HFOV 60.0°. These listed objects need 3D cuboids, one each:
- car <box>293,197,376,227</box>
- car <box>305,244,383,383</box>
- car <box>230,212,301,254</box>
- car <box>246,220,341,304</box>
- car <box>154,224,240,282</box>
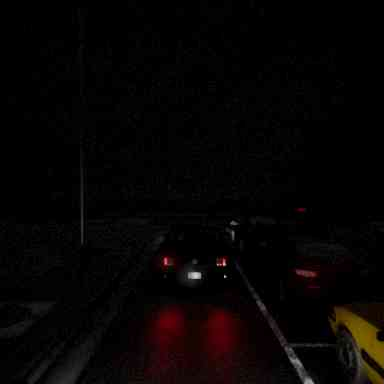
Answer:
[{"bbox_3d":[10.163,1.374,24.010,5.566,2.045,2.150,0,1,1],"label":"car"},{"bbox_3d":[2.620,1.526,2.545,1.752,1.417,4.829,-1,0,0],"label":"car"},{"bbox_3d":[2.618,1.556,13.440,2.008,1.369,4.403,-1,0,0],"label":"car"},{"bbox_3d":[2.620,1.585,7.908,1.802,1.307,4.206,-1,0,0],"label":"car"},{"bbox_3d":[0.077,1.604,9.752,1.895,1.301,4.718,0,0,0],"label":"car"}]
